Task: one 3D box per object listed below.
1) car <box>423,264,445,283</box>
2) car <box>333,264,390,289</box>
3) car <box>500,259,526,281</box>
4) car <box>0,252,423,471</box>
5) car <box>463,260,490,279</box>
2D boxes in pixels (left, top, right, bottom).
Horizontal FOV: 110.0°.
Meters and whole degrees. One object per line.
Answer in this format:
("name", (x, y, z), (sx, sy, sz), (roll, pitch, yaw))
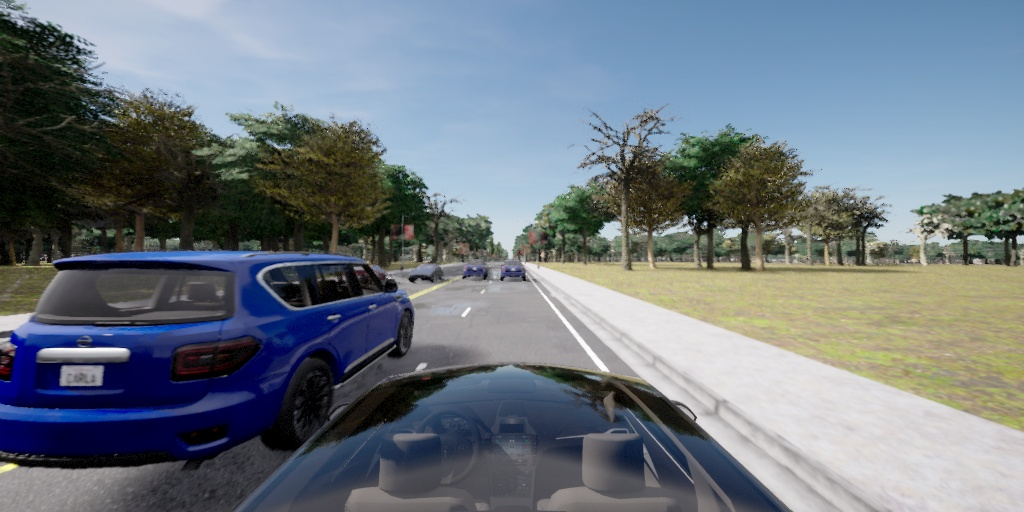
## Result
("car", (-6.523, 1.310, 27.945), (2.033, 1.411, 5.357), (0, 0, 0))
("car", (-9.811, 1.285, 23.883), (1.812, 1.442, 4.674), (0, 0, 0))
("car", (0.095, 1.117, 30.827), (2.097, 1.767, 4.553), (0, 0, 0))
("car", (-3.150, 0.973, 5.307), (2.150, 2.045, 5.566), (0, 0, 0))
("car", (-3.154, 1.119, 32.536), (2.097, 1.767, 4.553), (0, 0, 0))
